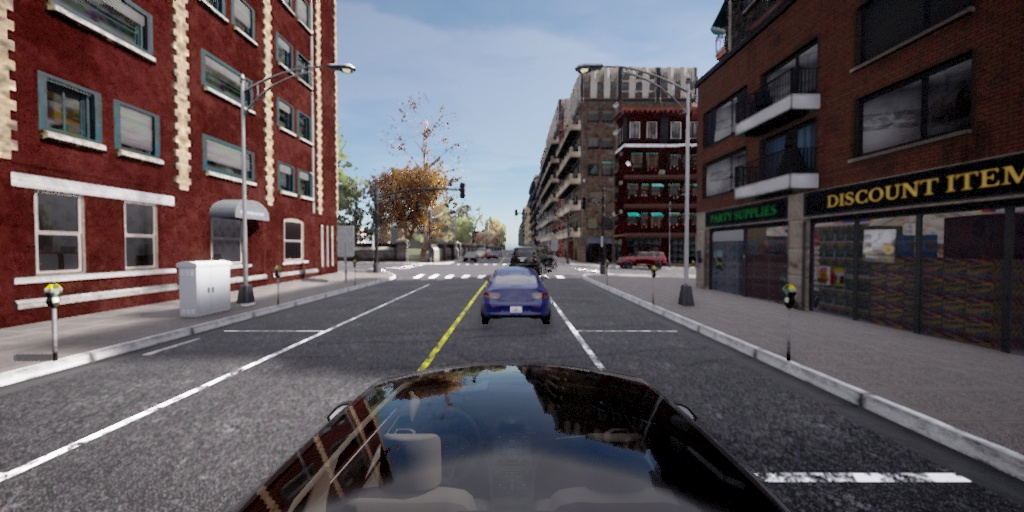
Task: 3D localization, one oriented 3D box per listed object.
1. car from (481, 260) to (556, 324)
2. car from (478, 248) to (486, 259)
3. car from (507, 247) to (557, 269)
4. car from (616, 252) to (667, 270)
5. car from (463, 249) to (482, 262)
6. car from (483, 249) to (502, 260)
[{"bbox_3d":[0.101,1.039,10.789,1.812,1.442,4.674,0,2,0],"label":"car"},{"bbox_3d":[-5.651,-0.225,60.745,1.751,1.417,4.829,0,0,0],"label":"car"},{"bbox_3d":[1.690,0.324,26.952,2.150,2.045,5.566,0,1,21],"label":"car"},{"bbox_3d":[13.473,0.436,37.315,5.009,1.841,2.192,0,0,0],"label":"car"},{"bbox_3d":[-5.658,0.094,49.657,1.948,1.339,4.313,0,0,0],"label":"car"},{"bbox_3d":[-3.029,-0.053,57.007,1.895,1.301,4.718,0,1,0],"label":"car"}]
